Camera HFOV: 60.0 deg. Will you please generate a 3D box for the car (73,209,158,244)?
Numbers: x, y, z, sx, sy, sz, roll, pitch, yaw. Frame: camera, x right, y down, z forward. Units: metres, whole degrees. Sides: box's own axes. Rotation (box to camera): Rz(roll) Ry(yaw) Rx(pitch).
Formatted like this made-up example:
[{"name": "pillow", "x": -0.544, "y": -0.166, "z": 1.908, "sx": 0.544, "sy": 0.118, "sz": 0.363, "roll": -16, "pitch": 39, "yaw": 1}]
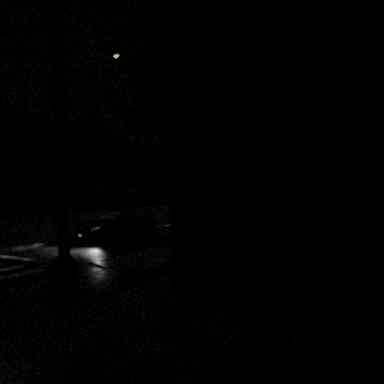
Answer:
[{"name": "car", "x": -3.581, "y": 1.570, "z": 16.360, "sx": 1.812, "sy": 1.442, "sz": 4.674, "roll": -4, "pitch": -1, "yaw": 34}]
